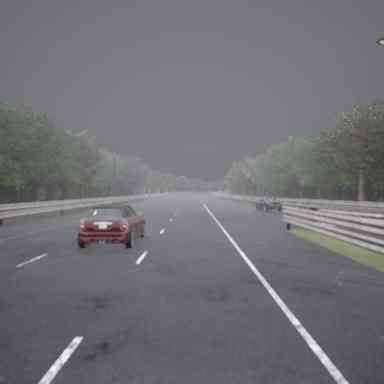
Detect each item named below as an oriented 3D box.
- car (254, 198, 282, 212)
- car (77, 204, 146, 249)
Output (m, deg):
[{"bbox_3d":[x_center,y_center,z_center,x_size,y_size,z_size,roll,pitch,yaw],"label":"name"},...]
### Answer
[{"bbox_3d":[8.496,1.482,37.435,1.837,1.490,4.892,0,0,-10],"label":"car"},{"bbox_3d":[-3.336,1.319,14.619,2.097,1.767,4.553,0,0,0],"label":"car"}]
